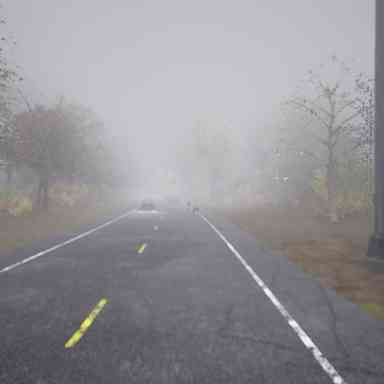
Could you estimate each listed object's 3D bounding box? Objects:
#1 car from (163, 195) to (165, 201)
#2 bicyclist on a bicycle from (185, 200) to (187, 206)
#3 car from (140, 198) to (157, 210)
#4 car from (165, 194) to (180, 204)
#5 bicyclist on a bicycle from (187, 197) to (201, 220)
[{"bbox_3d":[-5.420,1.146,74.748,1.837,1.490,4.892,0,0,-8],"label":"car"},{"bbox_3d":[-0.335,1.300,35.475,0.866,1.612,1.509,0,0,-4],"label":"bicyclist on a bicycle"},{"bbox_3d":[-5.207,1.448,40.025,1.895,1.301,4.718,0,0,-4],"label":"car"},{"bbox_3d":[-3.073,1.255,56.440,2.128,1.511,4.902,0,0,-6],"label":"car"},{"bbox_3d":[0.292,1.344,25.795,0.866,1.612,1.509,0,0,-3],"label":"bicyclist on a bicycle"}]
